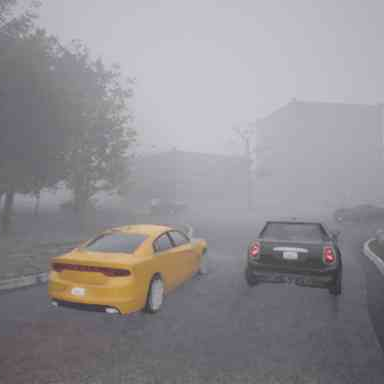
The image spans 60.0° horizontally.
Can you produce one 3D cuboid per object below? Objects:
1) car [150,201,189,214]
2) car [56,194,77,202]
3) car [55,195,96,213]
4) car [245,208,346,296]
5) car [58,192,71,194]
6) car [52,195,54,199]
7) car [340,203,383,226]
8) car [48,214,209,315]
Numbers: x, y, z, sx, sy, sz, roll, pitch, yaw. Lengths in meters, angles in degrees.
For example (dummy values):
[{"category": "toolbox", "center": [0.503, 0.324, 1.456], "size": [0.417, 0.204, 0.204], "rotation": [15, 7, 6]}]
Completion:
[{"category": "car", "center": [-2.562, 1.698, 36.622], "size": [5.008, 1.535, 1.882], "rotation": [0, -1, 41]}, {"category": "car", "center": [-31.033, 1.462, 82.208], "size": [4.553, 1.767, 2.185], "rotation": [0, 0, -25]}, {"category": "car", "center": [-13.574, 1.545, 39.361], "size": [4.553, 1.767, 2.097], "rotation": [0, -1, 31]}, {"category": "car", "center": [2.928, 1.422, 9.222], "size": [2.097, 1.767, 4.553], "rotation": [0, -1, 22]}, {"category": "car", "center": [-27.563, 1.523, 74.619], "size": [4.553, 1.767, 2.185], "rotation": [0, 0, -25]}, {"category": "car", "center": [-32.275, 1.560, 84.834], "size": [5.008, 1.535, 2.097], "rotation": [0, 0, -25]}, {"category": "car", "center": [12.576, 1.566, 24.427], "size": [4.892, 1.490, 1.837], "rotation": [-1, 0, -26]}, {"category": "car", "center": [-1.062, 1.521, 7.869], "size": [1.882, 1.535, 5.008], "rotation": [0, -1, 20]}]
